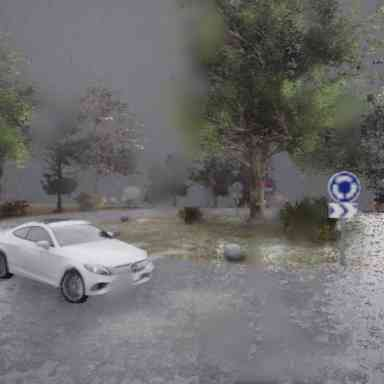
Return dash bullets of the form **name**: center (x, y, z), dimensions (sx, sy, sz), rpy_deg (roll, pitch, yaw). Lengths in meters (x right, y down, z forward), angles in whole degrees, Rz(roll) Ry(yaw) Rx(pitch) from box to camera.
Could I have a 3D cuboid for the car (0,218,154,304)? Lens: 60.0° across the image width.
- **car**: center (-3.017, 1.396, 7.970), dimensions (4.674, 1.442, 1.812), rpy_deg (1, 1, 36)
